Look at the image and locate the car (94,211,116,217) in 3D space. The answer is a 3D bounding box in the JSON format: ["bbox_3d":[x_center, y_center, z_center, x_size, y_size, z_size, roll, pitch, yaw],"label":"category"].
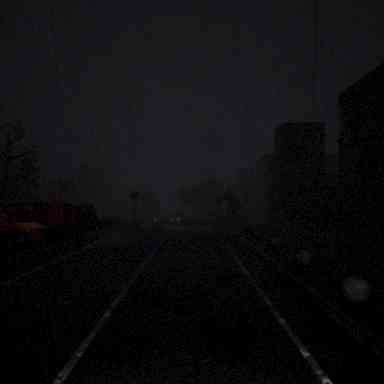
[{"bbox_3d":[-21.739,5.554,83.250,4.892,1.521,2.231,0,-4,0],"label":"car"}]

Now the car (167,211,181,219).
[{"bbox_3d":[-3.144,4.480,64.621,1.994,1.385,4.181,0,-4,1],"label":"car"}]

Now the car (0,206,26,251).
[{"bbox_3d":[-9.462,1.535,13.090,4.553,1.767,2.185,0,-2,0],"label":"car"}]

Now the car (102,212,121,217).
[{"bbox_3d":[-21.711,6.004,89.656,4.674,1.452,2.002,0,-4,0],"label":"car"}]

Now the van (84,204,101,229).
[{"bbox_3d":[-9.628,1.881,25.231,4.442,1.987,1.878,0,-2,0],"label":"van"}]

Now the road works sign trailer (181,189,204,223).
[{"bbox_3d":[-0.002,1.491,35.479,2.380,3.560,2.880,0,-3,0],"label":"road works sign trailer"}]

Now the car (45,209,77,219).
[{"bbox_3d":[-21.912,3.663,55.703,4.553,1.767,2.185,0,-4,0],"label":"car"}]

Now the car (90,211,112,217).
[{"bbox_3d":[-21.758,5.384,79.978,4.674,1.452,2.002,0,-4,0],"label":"car"}]

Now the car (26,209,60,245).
[{"bbox_3d":[-9.461,1.763,16.120,5.008,1.535,2.097,0,-2,0],"label":"car"}]

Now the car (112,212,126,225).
[{"bbox_3d":[-9.350,2.369,31.171,5.366,1.575,1.946,0,-3,0],"label":"car"}]

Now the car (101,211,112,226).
[{"bbox_3d":[-9.555,2.111,28.261,4.553,1.767,2.185,0,-3,0],"label":"car"}]

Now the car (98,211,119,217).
[{"bbox_3d":[-21.734,5.762,86.517,5.008,1.535,2.097,0,-4,0],"label":"car"}]

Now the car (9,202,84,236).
[{"bbox_3d":[-9.510,1.611,19.044,5.566,2.045,2.435,0,-2,0],"label":"car"}]
